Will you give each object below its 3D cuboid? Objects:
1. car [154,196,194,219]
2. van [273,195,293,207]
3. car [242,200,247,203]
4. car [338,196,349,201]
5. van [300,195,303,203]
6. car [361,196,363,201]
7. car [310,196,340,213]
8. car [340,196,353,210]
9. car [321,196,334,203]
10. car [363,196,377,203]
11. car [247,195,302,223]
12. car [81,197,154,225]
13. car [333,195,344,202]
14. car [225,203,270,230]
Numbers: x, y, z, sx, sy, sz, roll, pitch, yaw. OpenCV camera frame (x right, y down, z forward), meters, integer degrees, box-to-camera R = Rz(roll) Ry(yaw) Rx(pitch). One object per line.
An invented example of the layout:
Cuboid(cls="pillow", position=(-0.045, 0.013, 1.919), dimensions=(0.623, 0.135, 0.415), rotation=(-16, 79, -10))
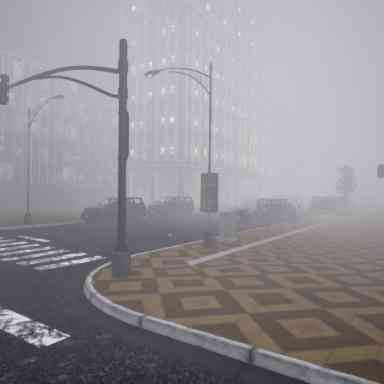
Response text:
Cuboid(cls="car", position=(-1.755, 1.283, 28.939), dimensions=(2.192, 1.841, 5.009), rotation=(1, 0, 35))
Cuboid(cls="van", position=(13.948, 1.345, 50.846), dimensions=(1.690, 1.788, 3.998), rotation=(1, 0, 35))
Cuboid(cls="car", position=(7.769, 1.430, 42.252), dimensions=(1.967, 1.590, 4.097), rotation=(1, 0, 35))
Cuboid(cls="car", position=(39.612, 1.623, 87.020), dimensions=(1.947, 1.339, 4.313), rotation=(1, 1, 35))
Cuboid(cls="van", position=(17.158, 1.351, 55.370), dimensions=(1.690, 1.788, 3.998), rotation=(1, 0, 35))
Cuboid(cls="car", position=(44.102, 1.655, 84.162), dimensions=(2.128, 1.511, 4.902), rotation=(1, 1, 35))
Cuboid(cls="car", position=(15.386, 1.427, 39.164), dimensions=(2.192, 1.841, 5.009), rotation=(1, 0, 35))
Cuboid(cls="car", position=(20.374, 1.436, 46.286), dimensions=(2.192, 1.841, 5.009), rotation=(1, 0, 35))
Cuboid(cls="car", position=(29.996, 1.616, 73.469), dimensions=(1.802, 1.307, 4.206), rotation=(1, 1, 35))
Cuboid(cls="car", position=(39.634, 1.598, 73.432), dimensions=(1.967, 1.590, 4.097), rotation=(1, 1, 35))
Cuboid(cls="car", position=(6.797, 1.409, 26.927), dimensions=(2.192, 1.841, 5.009), rotation=(1, 0, 35))
Cuboid(cls="car", position=(-5.418, 1.274, 23.775), dimensions=(2.192, 1.841, 5.009), rotation=(1, 0, 35))
Cuboid(cls="car", position=(36.319, 1.570, 82.378), dimensions=(1.752, 1.417, 4.829), rotation=(1, 1, 35))
Cuboid(cls="car", position=(3.299, 1.668, 22.004), dimensions=(1.802, 1.307, 4.206), rotation=(1, 0, 35))
